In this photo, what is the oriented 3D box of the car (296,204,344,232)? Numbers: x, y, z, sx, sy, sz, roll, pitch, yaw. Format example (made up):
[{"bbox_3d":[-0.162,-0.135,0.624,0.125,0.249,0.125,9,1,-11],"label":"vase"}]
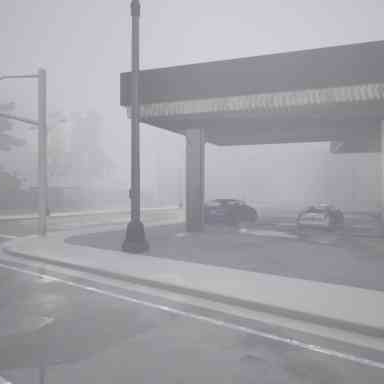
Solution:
[{"bbox_3d":[7.722,1.456,19.787,1.970,1.475,3.806,0,0,37],"label":"car"}]

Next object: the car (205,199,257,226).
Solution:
[{"bbox_3d":[2.648,1.295,22.587,2.242,1.667,4.611,0,0,37],"label":"car"}]
